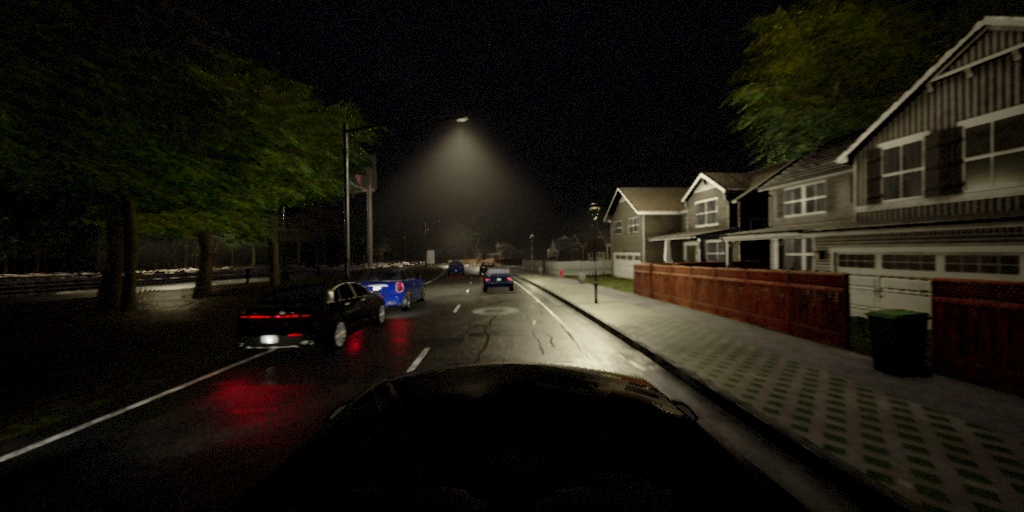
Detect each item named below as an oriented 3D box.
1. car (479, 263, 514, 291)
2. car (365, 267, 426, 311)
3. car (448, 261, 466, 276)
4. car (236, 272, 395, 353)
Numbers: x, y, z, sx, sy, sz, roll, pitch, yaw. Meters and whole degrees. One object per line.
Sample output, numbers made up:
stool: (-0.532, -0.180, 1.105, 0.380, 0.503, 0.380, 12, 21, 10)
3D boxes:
car: (-0.927, 1.389, 22.743, 2.033, 1.411, 5.357, -1, 0, -5)
car: (-5.043, 1.230, 15.234, 2.097, 1.767, 4.553, -1, 0, -3)
car: (-6.493, 1.463, 42.047, 1.882, 1.535, 5.008, -1, 0, -7)
car: (-4.731, 1.357, 9.260, 1.837, 1.490, 4.892, -1, 0, -2)
